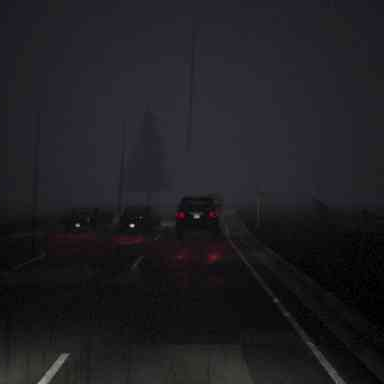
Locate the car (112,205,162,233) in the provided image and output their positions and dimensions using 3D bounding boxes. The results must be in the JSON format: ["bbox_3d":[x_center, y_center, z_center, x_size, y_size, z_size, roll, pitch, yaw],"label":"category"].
[{"bbox_3d":[-3.010,1.518,19.913,1.837,1.490,4.892,0,0,3],"label":"car"}]

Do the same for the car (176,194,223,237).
[{"bbox_3d":[0.374,1.234,18.139,2.150,2.045,5.566,0,0,3],"label":"car"}]

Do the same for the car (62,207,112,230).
[{"bbox_3d":[-6.445,1.615,21.351,1.895,1.301,4.718,0,0,3],"label":"car"}]

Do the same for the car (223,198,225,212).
[{"bbox_3d":[2.315,1.246,36.920,2.150,2.045,5.566,0,0,11],"label":"car"}]
